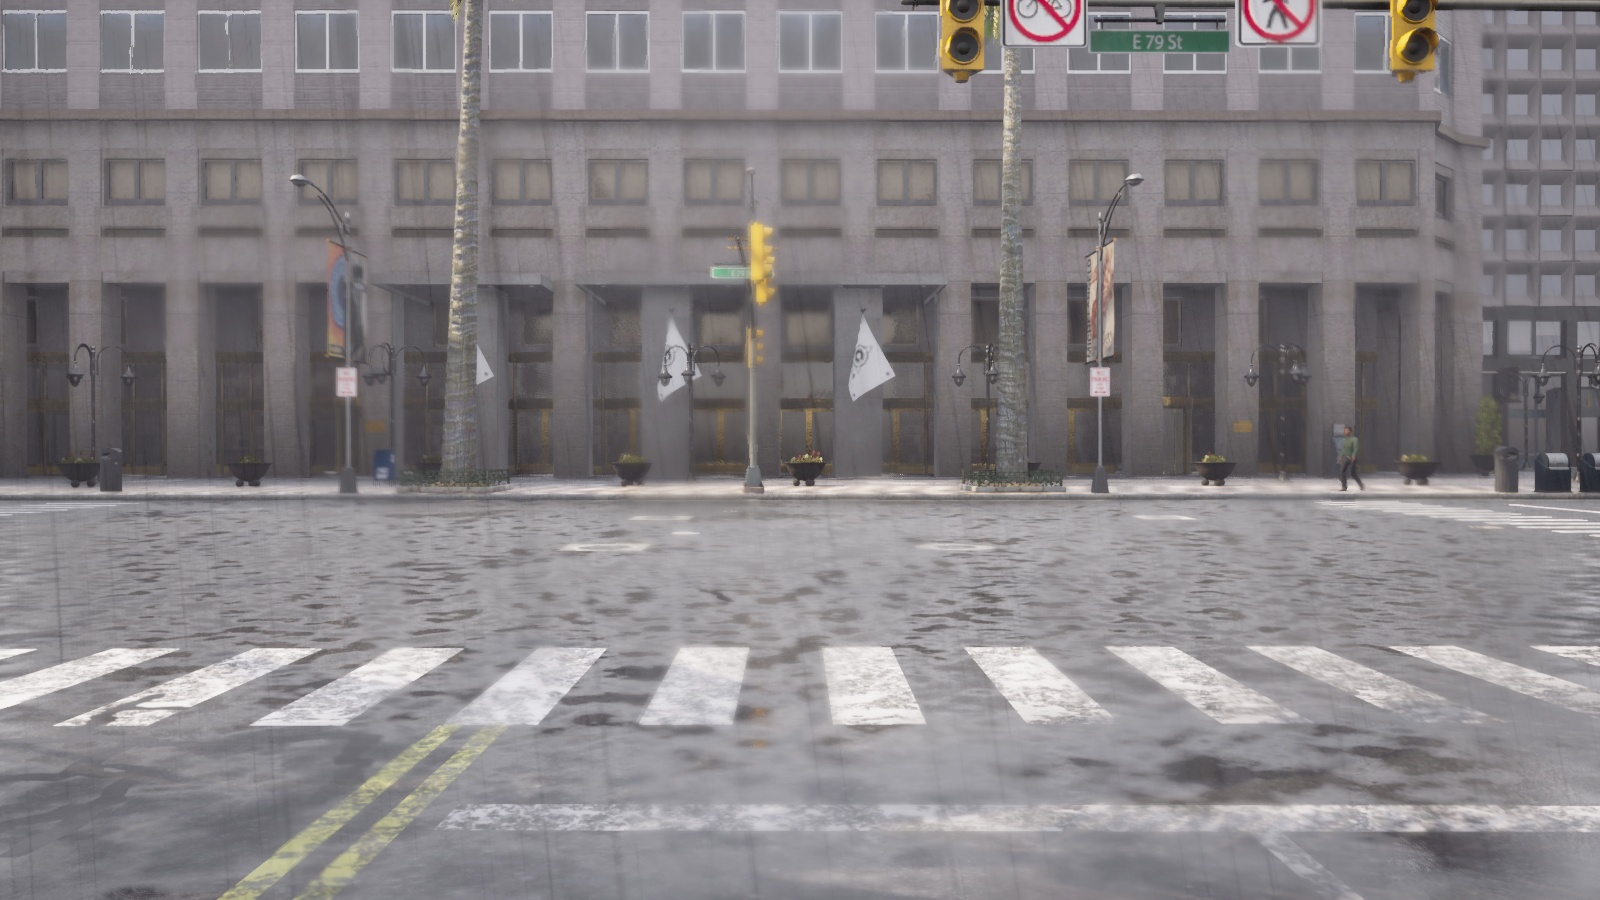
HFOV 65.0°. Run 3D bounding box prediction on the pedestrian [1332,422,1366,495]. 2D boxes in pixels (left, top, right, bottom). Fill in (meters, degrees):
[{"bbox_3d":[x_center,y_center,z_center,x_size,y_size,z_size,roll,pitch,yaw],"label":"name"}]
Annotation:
[{"bbox_3d":[14.787,0.224,33.846,0.788,1.949,0.423,0,0,-26],"label":"pedestrian"}]
